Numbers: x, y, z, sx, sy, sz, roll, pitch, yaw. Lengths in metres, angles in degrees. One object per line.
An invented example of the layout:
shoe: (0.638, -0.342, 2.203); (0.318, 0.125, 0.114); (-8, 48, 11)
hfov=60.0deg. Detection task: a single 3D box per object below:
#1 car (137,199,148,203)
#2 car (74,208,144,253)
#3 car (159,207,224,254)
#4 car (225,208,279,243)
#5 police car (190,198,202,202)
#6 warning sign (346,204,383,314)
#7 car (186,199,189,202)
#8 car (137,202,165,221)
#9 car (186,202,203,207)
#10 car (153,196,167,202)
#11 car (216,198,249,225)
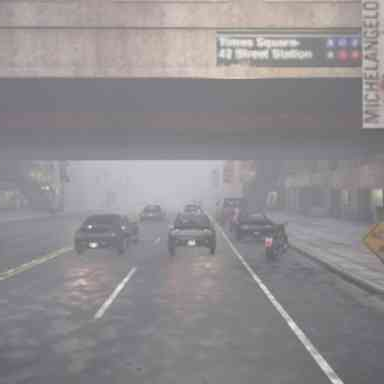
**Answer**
car: (-10.447, 2.182, 70.091); (1.837, 1.490, 4.892); (0, -1, 0)
car: (-3.486, 1.648, 14.281); (1.837, 1.490, 4.892); (0, 0, 1)
car: (0.014, 1.632, 14.241); (2.128, 1.511, 4.902); (0, 0, 1)
car: (3.212, 1.778, 18.793); (1.895, 1.301, 4.718); (0, -1, 0)
police car: (1.111, 2.071, 66.352); (1.930, 1.638, 5.238); (0, -1, 0)
warning sign: (3.795, 1.177, 6.247); (1.300, 1.860, 1.060); (0, -1, 0)
car: (-0.258, 2.340, 83.714); (1.812, 1.442, 4.674); (0, -1, -15)
car: (-3.389, 1.850, 29.269); (1.994, 1.385, 4.181); (0, -1, 0)
car: (0.109, 1.830, 28.979); (2.033, 1.411, 5.357); (0, -1, 0)
car: (-6.949, 1.912, 70.604); (2.150, 2.045, 5.566); (0, -1, 0)
car: (3.161, 1.484, 26.193); (2.435, 2.045, 5.566); (0, -1, 0)
